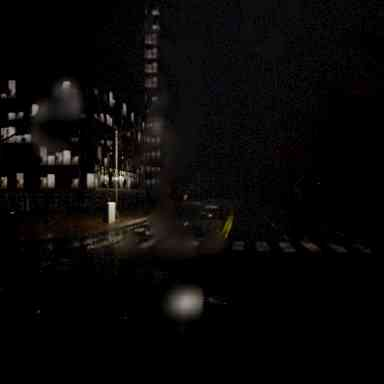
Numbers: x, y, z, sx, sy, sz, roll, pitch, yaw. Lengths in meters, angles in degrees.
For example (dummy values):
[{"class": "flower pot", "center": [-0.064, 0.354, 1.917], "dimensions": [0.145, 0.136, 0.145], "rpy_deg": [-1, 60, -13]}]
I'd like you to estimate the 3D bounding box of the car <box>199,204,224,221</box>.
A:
[{"class": "car", "center": [1.814, 1.801, 30.066], "dimensions": [1.994, 1.385, 4.181], "rpy_deg": [0, 0, 8]}]
